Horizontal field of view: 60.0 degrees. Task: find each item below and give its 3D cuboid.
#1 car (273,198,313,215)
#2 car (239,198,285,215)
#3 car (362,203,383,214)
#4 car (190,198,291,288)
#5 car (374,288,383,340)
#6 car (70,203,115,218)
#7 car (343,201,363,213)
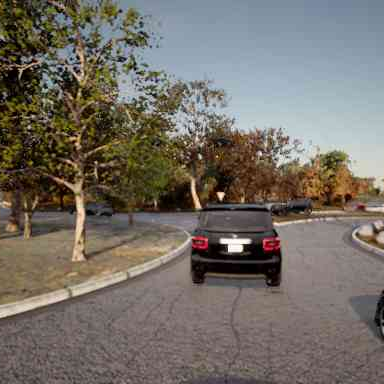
[{"bbox_3d":[12.133,1.802,40.397,5.566,2.045,2.150,1,-1,-24],"label":"car"},{"bbox_3d":[8.969,1.797,42.533,5.566,2.045,2.150,1,-1,-24],"label":"car"},{"bbox_3d":[27.632,2.544,49.644,4.718,1.301,1.895,1,-1,-42],"label":"car"},{"bbox_3d":[1.271,1.305,9.742,2.150,2.045,5.566,0,0,7],"label":"car"},{"bbox_3d":[3.705,1.583,3.479,1.994,1.385,4.181,0,0,5],"label":"car"},{"bbox_3d":[-10.253,1.857,34.237,4.902,1.511,2.128,0,-1,23],"label":"car"},{"bbox_3d":[25.609,2.326,52.271,4.553,1.767,2.097,1,-1,-42],"label":"car"}]
